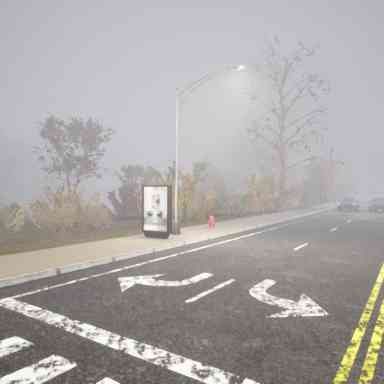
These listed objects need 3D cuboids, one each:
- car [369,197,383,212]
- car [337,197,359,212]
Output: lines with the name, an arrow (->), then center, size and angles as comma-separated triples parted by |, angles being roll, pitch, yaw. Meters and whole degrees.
car -> 21.509, 1.393, 38.084 | 2.097, 1.767, 4.553 | 0, 0, 30
car -> 18.708, 1.390, 39.731 | 2.097, 1.767, 4.553 | 0, 0, 30
